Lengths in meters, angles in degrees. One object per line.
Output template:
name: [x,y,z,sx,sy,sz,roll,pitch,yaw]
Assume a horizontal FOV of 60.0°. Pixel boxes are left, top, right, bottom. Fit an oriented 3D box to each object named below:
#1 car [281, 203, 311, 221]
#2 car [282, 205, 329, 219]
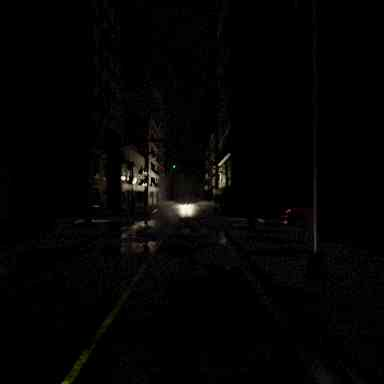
car: [10.842,1.830,31.653,4.553,1.767,2.097,1,0,0]
car: [11.604,2.081,34.224,4.206,1.307,1.802,1,-1,0]
